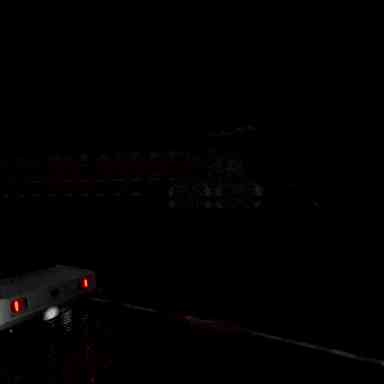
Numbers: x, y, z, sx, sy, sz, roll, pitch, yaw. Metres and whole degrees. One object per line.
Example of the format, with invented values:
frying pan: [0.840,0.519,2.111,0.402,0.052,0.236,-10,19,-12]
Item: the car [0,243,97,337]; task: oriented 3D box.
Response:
car: [-4.188,1.647,6.248,4.718,1.301,1.895,-1,0,27]
